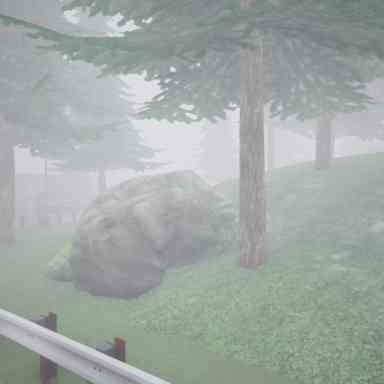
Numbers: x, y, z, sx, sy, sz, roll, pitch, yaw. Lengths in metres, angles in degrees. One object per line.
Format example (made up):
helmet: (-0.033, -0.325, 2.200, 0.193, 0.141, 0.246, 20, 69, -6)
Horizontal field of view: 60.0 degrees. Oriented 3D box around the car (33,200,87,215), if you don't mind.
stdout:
car: (-11.786, 1.480, 29.961, 1.837, 1.490, 4.892, 0, 0, 35)
